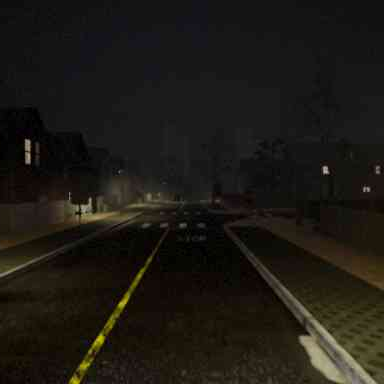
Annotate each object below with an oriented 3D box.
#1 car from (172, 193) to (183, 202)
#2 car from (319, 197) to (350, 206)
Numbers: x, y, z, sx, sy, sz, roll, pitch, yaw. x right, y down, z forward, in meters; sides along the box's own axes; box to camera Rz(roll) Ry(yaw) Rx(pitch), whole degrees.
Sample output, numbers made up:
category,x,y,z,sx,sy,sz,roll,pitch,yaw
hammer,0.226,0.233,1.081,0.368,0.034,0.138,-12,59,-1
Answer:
category,x,y,z,sx,sy,sz,roll,pitch,yaw
car,-2.782,1.034,64.664,2.097,1.767,4.553,0,0,0
car,11.497,1.095,25.709,4.902,1.511,2.128,-1,0,1
